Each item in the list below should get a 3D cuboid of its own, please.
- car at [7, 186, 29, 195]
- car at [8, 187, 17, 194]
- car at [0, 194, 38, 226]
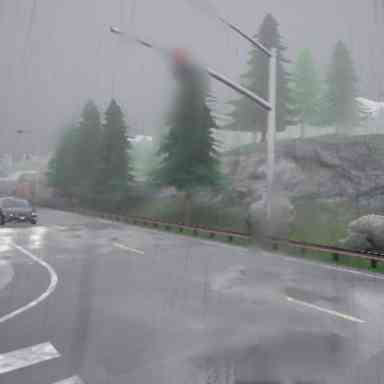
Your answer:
[{"bbox_3d":[-38.170,-0.298,72.934,3.866,1.878,1.905,1,1,-40],"label":"car"},{"bbox_3d":[-36.271,-0.246,71.242,4.605,1.855,1.932,1,1,-40],"label":"car"},{"bbox_3d":[-10.699,1.108,19.912,1.837,1.490,4.892,1,1,-39],"label":"car"}]
